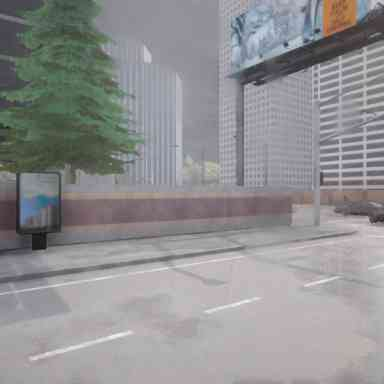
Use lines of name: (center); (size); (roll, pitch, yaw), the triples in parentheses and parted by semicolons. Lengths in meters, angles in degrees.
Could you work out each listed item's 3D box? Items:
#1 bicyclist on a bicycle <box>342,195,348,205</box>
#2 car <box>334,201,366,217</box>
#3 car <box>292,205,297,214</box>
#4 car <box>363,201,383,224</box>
bicyclist on a bicycle: (21.291, 1.301, 46.319); (1.656, 1.620, 0.582); (0, 0, -35)
car: (15.570, 1.547, 29.646); (2.033, 1.411, 5.357); (0, 0, -38)
car: (8.241, 1.505, 33.627); (1.837, 1.490, 4.892); (0, 0, -35)
car: (13.838, 1.564, 22.172); (1.994, 1.385, 4.181); (0, 0, -6)
